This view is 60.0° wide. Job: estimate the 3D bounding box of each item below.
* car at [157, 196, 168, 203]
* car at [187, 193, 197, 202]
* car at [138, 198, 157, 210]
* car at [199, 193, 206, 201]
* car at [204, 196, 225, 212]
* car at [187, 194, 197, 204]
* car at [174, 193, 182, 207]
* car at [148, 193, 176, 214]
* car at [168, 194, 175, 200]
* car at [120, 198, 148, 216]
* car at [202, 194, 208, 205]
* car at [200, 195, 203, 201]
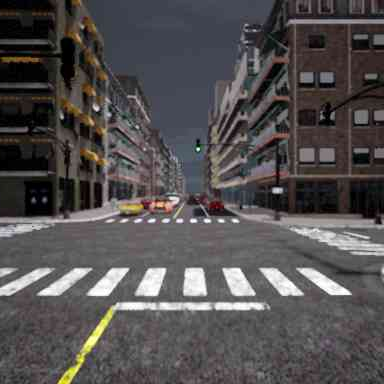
[{"bbox_3d":[-5.699,1.435,64.908,1.752,1.417,4.829,1,0,0],"label":"car"},{"bbox_3d":[-0.018,1.185,73.685,2.097,1.767,4.553,0,0,0],"label":"car"},{"bbox_3d":[-5.694,1.483,42.984,1.887,1.381,4.507,1,0,0],"label":"car"},{"bbox_3d":[2.681,1.211,76.114,2.192,1.841,5.009,1,0,0],"label":"car"},{"bbox_3d":[2.689,1.490,37.449,1.887,1.381,4.507,1,0,0],"label":"car"},{"bbox_3d":[-0.014,1.416,63.292,1.837,1.490,4.892,0,0,0],"label":"car"},{"bbox_3d":[-3.083,1.153,50.014,2.150,2.045,5.566,0,0,0],"label":"car"},{"bbox_3d":[-3.101,1.302,34.252,2.097,1.767,4.553,0,0,0],"label":"car"},{"bbox_3d":[-5.706,1.403,92.524,1.752,1.417,4.829,1,0,0],"label":"car"},{"bbox_3d":[-5.690,1.479,31.767,1.752,1.417,4.829,1,0,0],"label":"car"},{"bbox_3d":[2.688,1.378,42.972,1.967,1.590,4.097,1,0,0],"label":"car"},{"bbox_3d":[2.684,1.505,54.019,1.802,1.307,4.206,1,0,0],"label":"car"}]
